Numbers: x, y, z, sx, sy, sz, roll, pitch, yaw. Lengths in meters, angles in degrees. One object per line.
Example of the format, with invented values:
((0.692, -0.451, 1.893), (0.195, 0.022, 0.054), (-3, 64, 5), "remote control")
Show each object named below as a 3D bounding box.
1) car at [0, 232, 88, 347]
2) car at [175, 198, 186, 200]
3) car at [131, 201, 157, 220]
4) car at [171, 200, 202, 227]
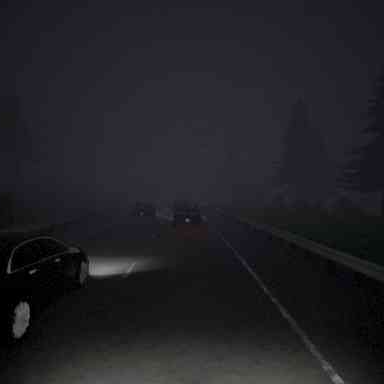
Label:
((-3.443, 1.517, 6.300), (1.837, 1.490, 4.892), (0, 0, -1), "car")
((-1.459, 1.554, 41.179), (1.882, 1.535, 5.008), (0, 0, -4), "car")
((-4.170, 1.545, 29.129), (2.128, 1.511, 4.902), (0, 0, -3), "car")
((-0.371, 1.536, 22.952), (2.128, 1.511, 4.902), (0, 0, -2), "car")
